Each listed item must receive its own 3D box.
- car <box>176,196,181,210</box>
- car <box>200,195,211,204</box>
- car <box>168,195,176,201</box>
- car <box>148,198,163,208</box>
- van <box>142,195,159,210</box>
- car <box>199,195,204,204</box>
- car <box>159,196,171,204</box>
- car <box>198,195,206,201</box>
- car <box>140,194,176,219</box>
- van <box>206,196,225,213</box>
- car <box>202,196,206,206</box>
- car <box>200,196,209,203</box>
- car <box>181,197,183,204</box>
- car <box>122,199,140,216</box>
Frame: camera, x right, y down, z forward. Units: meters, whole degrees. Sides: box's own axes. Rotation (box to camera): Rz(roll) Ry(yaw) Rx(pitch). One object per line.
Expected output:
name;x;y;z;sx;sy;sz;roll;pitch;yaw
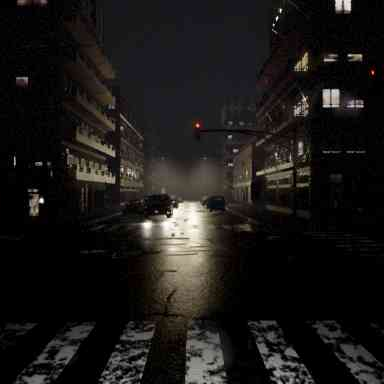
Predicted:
car;-2.807;1.549;43.499;1.994;1.385;4.181;0;0;0
car;2.622;1.419;65.364;1.967;1.590;4.097;0;0;0
car;-5.240;1.512;87.697;2.008;1.369;4.403;0;0;0
car;-5.321;1.568;48.627;1.802;1.307;4.206;0;0;0
van;-5.372;1.329;43.046;1.690;1.788;3.998;0;0;0
car;2.614;1.550;54.202;1.947;1.339;4.313;0;0;0
car;-5.259;1.524;65.371;1.887;1.381;4.507;0;0;0
car;2.641;1.527;87.691;1.947;1.339;4.313;0;0;0
car;-2.838;1.211;29.360;2.150;2.045;5.566;0;0;0
van;2.727;1.331;36.836;1.690;1.788;3.998;0;0;0
car;2.697;1.533;43.040;1.887;1.381;4.507;0;0;0
car;2.627;1.520;70.946;1.887;1.381;4.507;0;0;0
car;-2.695;1.535;63.267;2.033;1.411;5.357;0;0;0
car;-5.416;1.432;31.882;1.967;1.590;4.097;0;0;0
